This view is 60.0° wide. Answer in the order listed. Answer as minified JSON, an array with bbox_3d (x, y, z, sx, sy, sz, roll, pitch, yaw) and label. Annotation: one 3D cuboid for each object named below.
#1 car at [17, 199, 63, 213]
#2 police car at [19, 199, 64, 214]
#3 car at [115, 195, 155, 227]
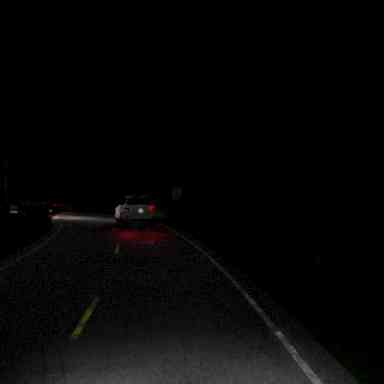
[{"bbox_3d":[-15.455,1.572,33.093,4.902,1.511,2.128,0,0,35],"label":"car"},{"bbox_3d":[-17.175,1.605,38.004,4.974,1.542,2.038,1,0,28],"label":"police car"},{"bbox_3d":[-4.092,1.251,23.426,2.150,2.045,5.566,0,0,-19],"label":"car"}]
